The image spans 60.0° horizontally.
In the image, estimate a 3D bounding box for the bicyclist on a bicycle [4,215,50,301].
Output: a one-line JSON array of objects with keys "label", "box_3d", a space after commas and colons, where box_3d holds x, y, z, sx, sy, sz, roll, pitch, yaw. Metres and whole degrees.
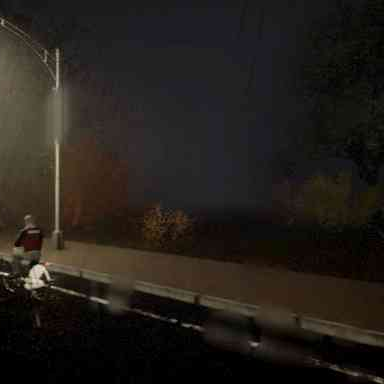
[{"label": "bicyclist on a bicycle", "box_3d": [-3.605, 1.378, 7.173, 1.843, 1.776, 0.659, 0, 0, 35]}]
